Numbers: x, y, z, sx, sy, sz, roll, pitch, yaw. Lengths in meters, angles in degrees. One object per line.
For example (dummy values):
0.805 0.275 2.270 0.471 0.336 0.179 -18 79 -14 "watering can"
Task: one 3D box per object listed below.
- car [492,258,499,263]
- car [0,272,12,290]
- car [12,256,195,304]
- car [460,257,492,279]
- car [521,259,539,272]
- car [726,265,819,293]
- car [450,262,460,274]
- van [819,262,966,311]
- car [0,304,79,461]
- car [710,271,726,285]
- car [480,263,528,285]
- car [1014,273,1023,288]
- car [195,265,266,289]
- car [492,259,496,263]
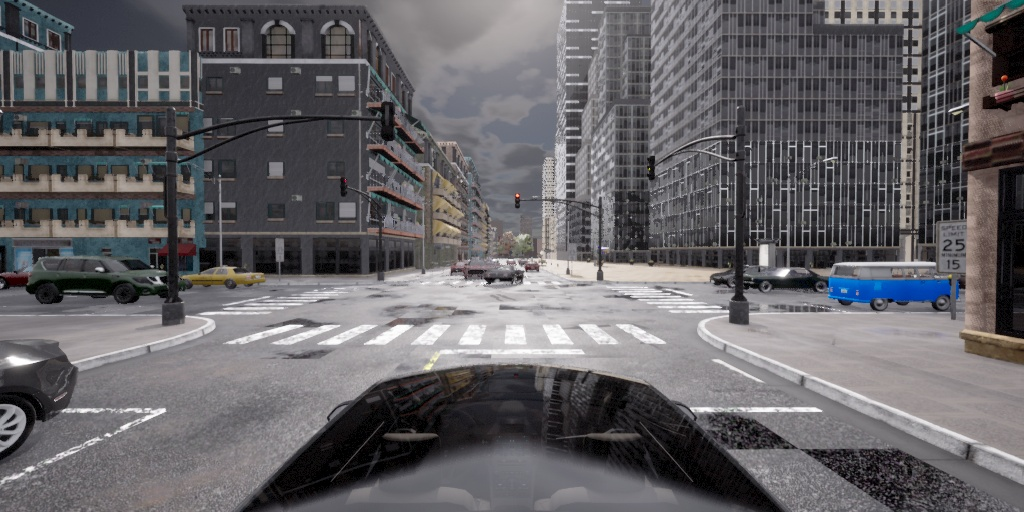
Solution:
-3.241 1.345 51.564 1.895 1.301 4.718 0 0 0 "car"
-28.839 1.189 22.019 4.097 1.591 1.967 0 0 0 "car"
-18.250 1.026 16.260 5.566 2.045 2.150 1 1 0 "car"
-3.166 1.097 32.472 2.097 1.767 4.553 0 0 -1 "car"
2.526 1.289 45.920 1.888 1.381 4.507 0 0 0 "car"
14.804 1.289 19.621 4.718 1.301 1.895 0 1 0 "car"
-5.804 1.289 40.189 1.888 1.381 4.507 0 0 0 "car"
14.655 1.117 13.840 3.998 1.789 1.690 0 0 0 "van"
-5.690 1.300 2.123 2.007 1.370 4.403 0 0 0 "car"
14.617 1.216 22.220 4.313 1.339 1.948 0 0 0 "car"
-0.435 1.330 25.556 1.895 1.301 4.718 0 -1 14 "car"
24.591 1.218 19.663 5.357 1.411 2.033 0 1 0 "car"
-17.941 1.246 22.069 4.829 1.417 1.751 0 0 0 "car"
-3.214 1.345 41.501 1.895 1.301 4.718 0 0 0 "car"
